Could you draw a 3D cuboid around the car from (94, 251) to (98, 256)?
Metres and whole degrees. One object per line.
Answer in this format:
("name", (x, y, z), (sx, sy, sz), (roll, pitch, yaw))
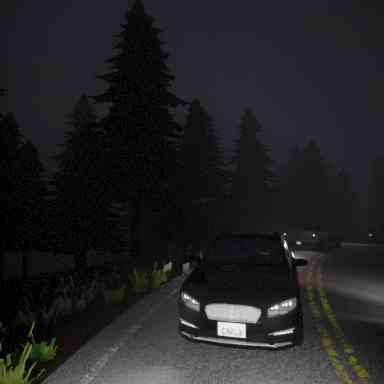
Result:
("car", (-20.222, 13.651, 73.014), (4.181, 1.381, 1.994), (-2, -5, 31))

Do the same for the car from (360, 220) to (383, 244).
("car", (15.925, 3.231, 26.499), (5.566, 2.045, 2.150), (8, -8, -28))

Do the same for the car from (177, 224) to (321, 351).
("car", (1.139, 1.562, 6.634), (2.128, 1.511, 4.902), (-1, -2, 15))

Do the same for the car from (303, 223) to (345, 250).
("car", (6.542, 2.312, 17.764), (1.895, 1.301, 4.718), (-3, -6, 39))
